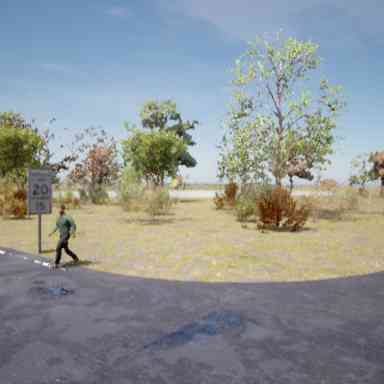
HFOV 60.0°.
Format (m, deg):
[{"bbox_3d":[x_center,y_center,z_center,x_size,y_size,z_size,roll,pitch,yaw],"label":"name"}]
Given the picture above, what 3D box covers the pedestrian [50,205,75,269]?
[{"bbox_3d":[-3.679,1.217,9.481,0.375,1.860,0.375,1,2,39],"label":"pedestrian"}]
